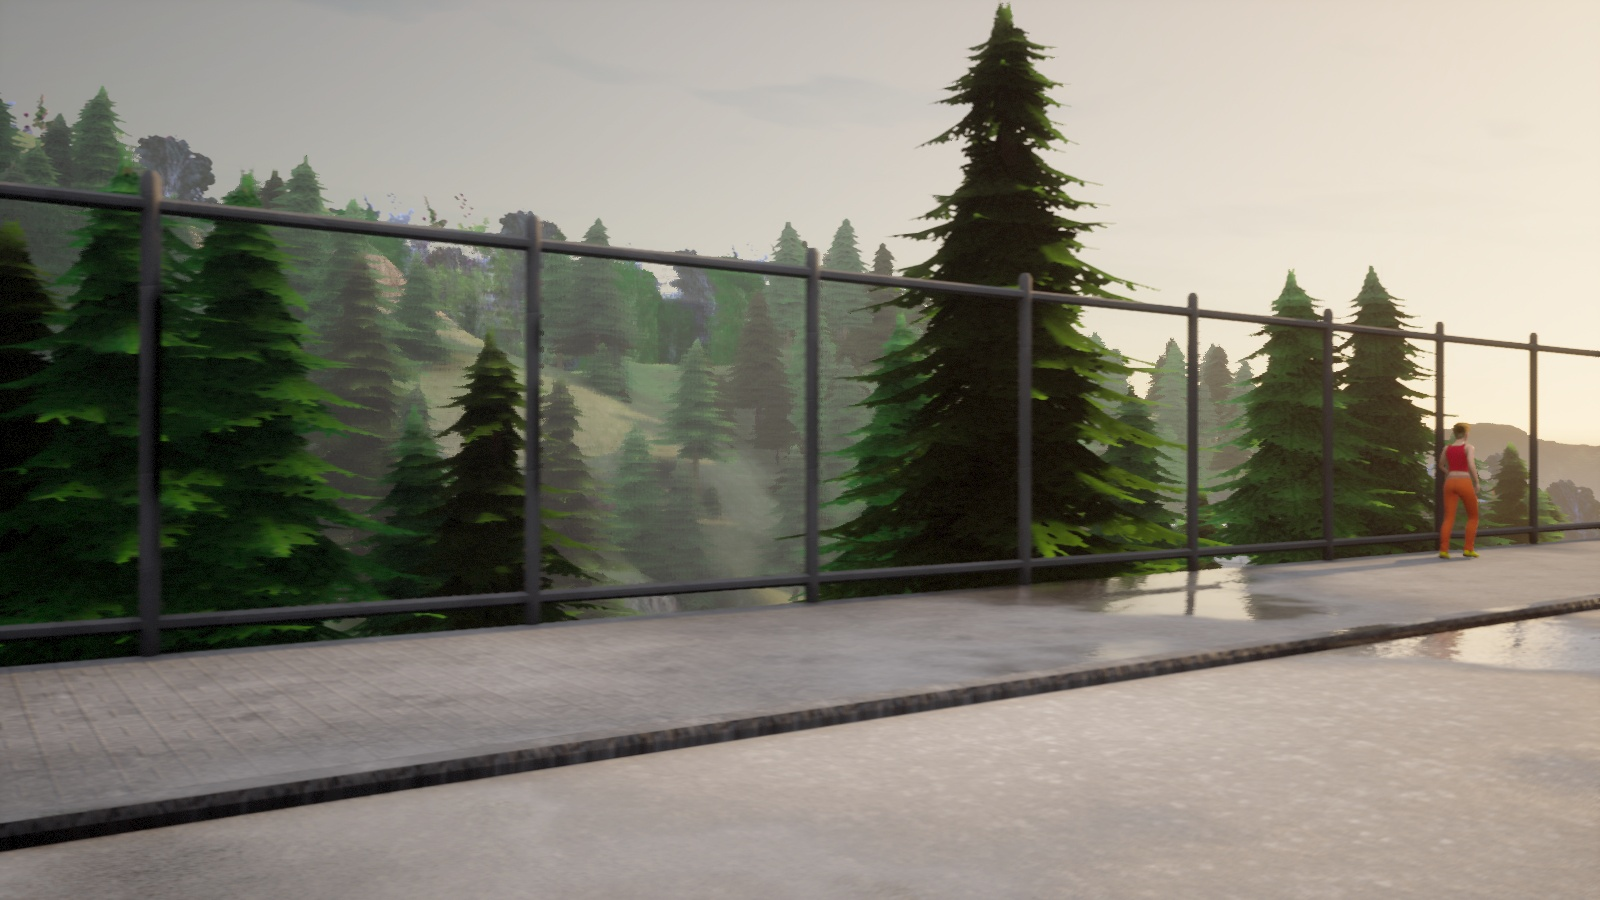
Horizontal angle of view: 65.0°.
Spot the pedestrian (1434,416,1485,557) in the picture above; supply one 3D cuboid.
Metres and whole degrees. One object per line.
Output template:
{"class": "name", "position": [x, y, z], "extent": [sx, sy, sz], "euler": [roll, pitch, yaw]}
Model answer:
{"class": "pedestrian", "position": [8.746, 0.477, 16.642], "extent": [0.594, 1.836, 0.345], "euler": [0, 0, -32]}
